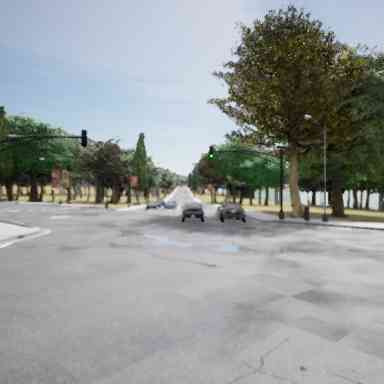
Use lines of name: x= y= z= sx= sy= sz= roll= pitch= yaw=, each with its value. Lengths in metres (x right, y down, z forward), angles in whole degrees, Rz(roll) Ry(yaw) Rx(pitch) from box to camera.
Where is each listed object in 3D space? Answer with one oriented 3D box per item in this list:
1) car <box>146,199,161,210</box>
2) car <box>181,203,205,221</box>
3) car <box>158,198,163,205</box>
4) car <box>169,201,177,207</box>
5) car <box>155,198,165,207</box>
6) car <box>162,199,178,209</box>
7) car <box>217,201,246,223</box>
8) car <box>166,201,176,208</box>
car: x=-7.252 y=2.421 z=60.372 sx=2.033 sy=1.411 sz=5.357 roll=0 pitch=-1 yaw=-2
car: x=0.075 y=1.715 z=29.637 sx=1.837 sy=1.490 sz=4.892 roll=1 pitch=0 yaw=0
car: x=-7.539 y=2.620 z=70.412 sx=2.033 sy=1.411 sz=5.357 roll=0 pitch=-1 yaw=-2
car: x=-4.618 y=2.847 z=81.980 sx=1.837 sy=1.490 sz=4.892 roll=0 pitch=-1 yaw=-2
car: x=-7.901 y=2.608 z=83.105 sx=2.150 sy=2.045 sz=5.566 roll=0 pitch=-1 yaw=-2
car: x=-3.989 y=2.385 z=59.950 sx=1.812 sy=1.442 sz=4.674 roll=0 pitch=-1 yaw=-2
car: x=3.343 y=1.639 z=29.084 sx=2.097 sy=1.767 sz=4.553 roll=1 pitch=-1 yaw=0
car: x=-4.242 y=2.635 z=68.813 sx=1.895 sy=1.301 sz=4.718 roll=0 pitch=-1 yaw=-2
